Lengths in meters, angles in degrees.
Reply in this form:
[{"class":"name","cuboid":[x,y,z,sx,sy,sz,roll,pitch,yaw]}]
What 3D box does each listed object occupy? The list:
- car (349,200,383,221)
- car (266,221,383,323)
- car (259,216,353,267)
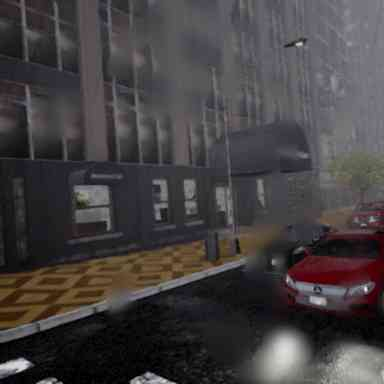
[{"class":"car","cuboid":[10.914,1.435,19.868,2.192,1.841,5.009,-6,-3,41]},{"class":"car","cuboid":[3.811,1.648,7.668,1.812,1.442,4.674,-5,-3,43]},{"class":"car","cuboid":[4.082,1.823,12.110,1.947,1.339,4.313,-6,-3,41]}]
